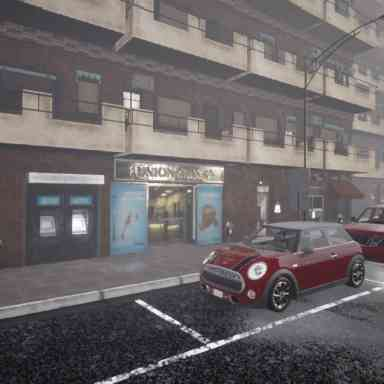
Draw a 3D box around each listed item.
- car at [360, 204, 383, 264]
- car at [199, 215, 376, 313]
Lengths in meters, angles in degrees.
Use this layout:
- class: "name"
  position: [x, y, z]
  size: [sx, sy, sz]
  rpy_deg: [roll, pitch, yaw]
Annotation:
- class: "car"
  position: [6.628, 1.321, 10.844]
  size: [5.009, 1.841, 2.192]
  rpy_deg: [0, 0, -36]
- class: "car"
  position: [2.126, 1.442, 7.621]
  size: [4.097, 1.590, 1.967]
  rpy_deg: [0, 0, -36]
